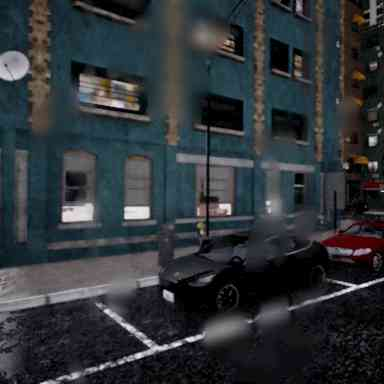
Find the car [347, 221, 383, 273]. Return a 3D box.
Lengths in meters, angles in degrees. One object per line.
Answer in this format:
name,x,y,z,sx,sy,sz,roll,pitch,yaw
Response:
car,5.833,1.610,10.714,4.206,1.307,1.802,0,0,-36

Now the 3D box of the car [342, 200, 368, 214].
car,15.512,1.437,33.712,1.947,1.339,4.313,2,0,-36

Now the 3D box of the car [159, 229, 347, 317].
car,1.337,1.580,7.506,4.313,1.339,1.947,0,0,-36
